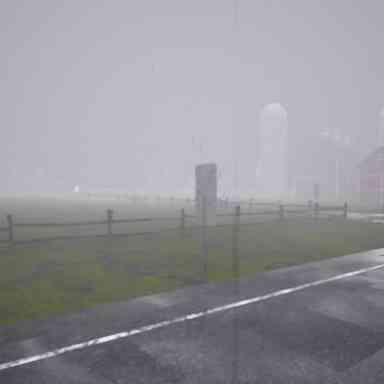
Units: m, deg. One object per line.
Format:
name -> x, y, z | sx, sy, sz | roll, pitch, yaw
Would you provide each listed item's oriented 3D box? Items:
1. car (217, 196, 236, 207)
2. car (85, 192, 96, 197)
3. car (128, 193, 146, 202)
car -> 3.546, 1.253, 42.043 | 1.812, 1.442, 4.674 | -1, 1, -36
car -> -27.579, 0.614, 90.052 | 1.895, 1.301, 4.718 | -1, 1, -36
car -> -10.005, 0.995, 60.968 | 2.128, 1.511, 4.902 | -1, 1, -35
